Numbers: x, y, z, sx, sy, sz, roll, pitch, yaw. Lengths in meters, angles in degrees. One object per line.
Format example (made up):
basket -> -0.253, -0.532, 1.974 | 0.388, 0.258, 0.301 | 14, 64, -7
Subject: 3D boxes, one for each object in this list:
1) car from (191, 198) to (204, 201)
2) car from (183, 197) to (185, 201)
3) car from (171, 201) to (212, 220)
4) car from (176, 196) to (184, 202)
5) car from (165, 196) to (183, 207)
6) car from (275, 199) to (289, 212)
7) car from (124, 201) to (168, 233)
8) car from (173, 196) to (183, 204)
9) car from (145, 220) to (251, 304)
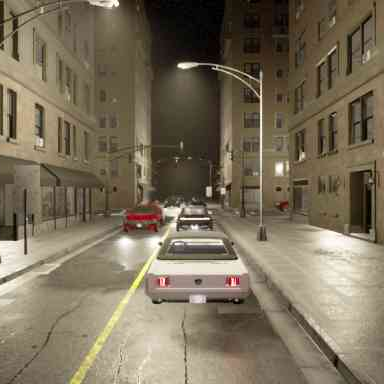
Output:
car -> 0.640, 1.530, 43.753 | 2.128, 1.511, 4.902 | 0, 0, -6
car -> -2.819, 1.552, 58.190 | 2.128, 1.511, 4.902 | 0, 0, 0
car -> 0.109, 1.499, 18.295 | 2.128, 1.511, 4.902 | 0, 0, -1
car -> -2.734, 1.616, 77.946 | 1.812, 1.442, 4.674 | 0, 0, 0
car -> -2.834, 1.398, 48.979 | 2.097, 1.767, 4.553 | 0, 0, 0
car -> 12.274, 1.354, 38.536 | 5.009, 1.841, 2.192 | 0, 0, 0
car -> -2.747, 1.486, 19.825 | 1.882, 1.535, 5.008 | 0, 0, 0
car -> -2.754, 1.583, 67.658 | 1.837, 1.490, 4.892 | 0, 0, 1
car -> 0.106, 1.602, 8.074 | 1.895, 1.301, 4.718 | 0, 0, 0
